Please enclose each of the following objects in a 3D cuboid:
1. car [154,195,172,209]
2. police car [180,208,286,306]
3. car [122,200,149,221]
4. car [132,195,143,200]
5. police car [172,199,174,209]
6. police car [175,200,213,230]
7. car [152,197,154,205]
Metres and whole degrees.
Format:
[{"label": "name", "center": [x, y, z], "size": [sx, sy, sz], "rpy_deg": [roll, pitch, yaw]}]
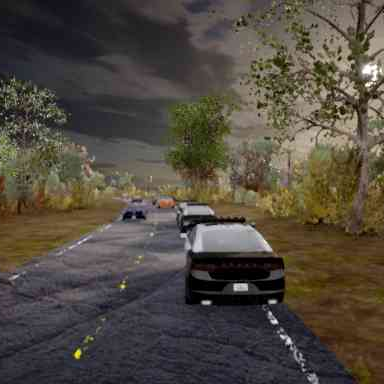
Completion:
[{"label": "car", "center": [-3.680, 1.320, 45.664], "size": [2.097, 1.767, 4.553], "rpy_deg": [0, 0, -9]}, {"label": "police car", "center": [0.746, 1.420, 8.252], "size": [1.930, 1.638, 5.238], "rpy_deg": [0, 0, -2]}, {"label": "car", "center": [-4.495, 1.583, 26.754], "size": [1.895, 1.301, 4.718], "rpy_deg": [0, 0, -5]}, {"label": "car", "center": [-11.129, 1.431, 67.612], "size": [1.882, 1.535, 5.008], "rpy_deg": [0, 0, -13]}, {"label": "police car", "center": [-0.218, 1.409, 24.348], "size": [1.930, 1.638, 5.238], "rpy_deg": [0, 0, -5]}, {"label": "police car", "center": [0.244, 1.413, 18.319], "size": [1.930, 1.638, 5.238], "rpy_deg": [0, 0, -4]}, {"label": "car", "center": [-5.852, 1.311, 57.961], "size": [2.097, 1.767, 4.553], "rpy_deg": [0, 0, -12]}]
